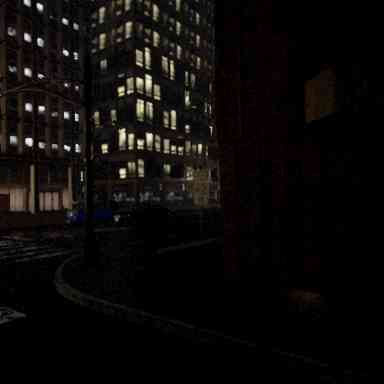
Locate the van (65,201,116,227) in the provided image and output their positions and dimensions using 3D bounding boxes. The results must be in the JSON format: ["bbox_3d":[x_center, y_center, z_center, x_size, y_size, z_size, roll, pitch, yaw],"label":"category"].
[{"bbox_3d":[-7.202,1.538,24.341,1.690,1.788,3.998,-2,-1,36],"label":"van"}]

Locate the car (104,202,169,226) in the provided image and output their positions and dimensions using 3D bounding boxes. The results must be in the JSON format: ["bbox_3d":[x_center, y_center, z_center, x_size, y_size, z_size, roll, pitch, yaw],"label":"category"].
[{"bbox_3d":[-3.727,1.632,24.731,2.128,1.511,4.902,-2,-1,36],"label":"car"}]
